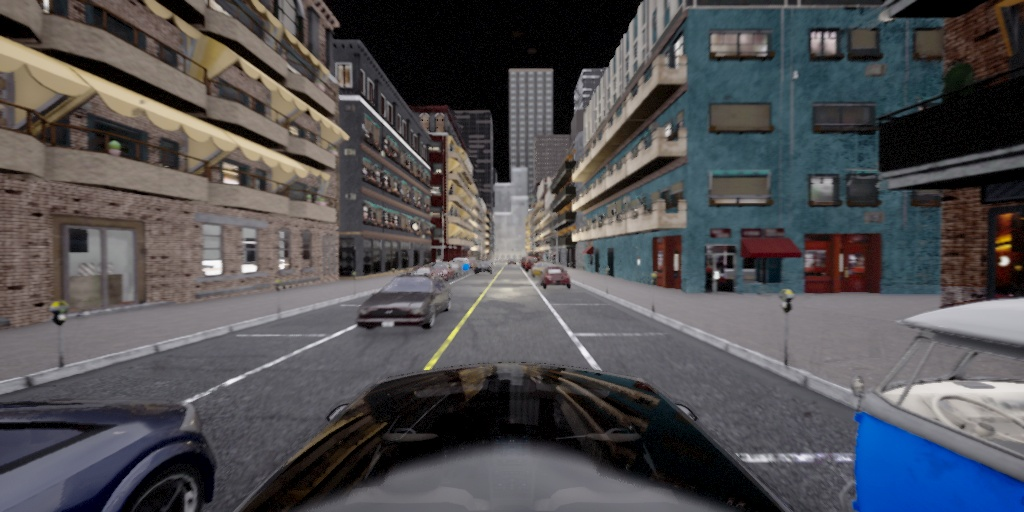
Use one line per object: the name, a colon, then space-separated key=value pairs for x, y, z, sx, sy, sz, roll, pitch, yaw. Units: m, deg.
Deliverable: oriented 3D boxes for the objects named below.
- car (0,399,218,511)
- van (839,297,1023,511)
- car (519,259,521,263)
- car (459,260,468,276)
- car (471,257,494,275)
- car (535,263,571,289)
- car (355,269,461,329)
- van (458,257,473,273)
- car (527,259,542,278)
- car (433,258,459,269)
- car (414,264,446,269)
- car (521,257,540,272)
car: x=-3.108 y=1.327 z=0.828 sx=1.994 sy=1.385 sz=4.181 roll=0 pitch=0 yaw=0
van: x=2.691 y=1.081 z=0.355 sx=1.690 sy=1.789 sz=3.998 roll=0 pitch=0 yaw=0
car: x=2.671 y=1.045 z=56.376 sx=2.192 sy=1.841 sz=5.009 roll=0 pitch=0 yaw=0
car: x=-5.669 y=1.316 z=33.994 sx=2.007 sy=1.370 sz=4.403 roll=0 pitch=0 yaw=0
car: x=-3.015 y=1.173 z=38.863 sx=1.837 sy=1.490 sz=4.892 roll=0 pitch=0 yaw=0
car: x=2.683 y=1.317 z=22.764 sx=1.802 sy=1.307 sz=4.207 roll=0 pitch=0 yaw=0
car: x=-3.107 y=1.308 z=11.558 sx=2.033 sy=1.411 sz=5.357 roll=0 pitch=0 yaw=-1
van: x=-5.671 y=1.106 z=39.596 sx=1.690 sy=1.789 sz=3.998 roll=0 pitch=0 yaw=0
car: x=2.679 y=1.259 z=34.138 sx=1.751 sy=1.417 sz=4.829 roll=0 pitch=0 yaw=0
car: x=-5.667 y=1.206 z=28.392 sx=1.967 sy=1.591 sz=4.097 roll=0 pitch=0 yaw=0
car: x=-5.665 y=1.350 z=22.790 sx=1.802 sy=1.307 sz=4.207 roll=0 pitch=0 yaw=0
car: x=2.675 y=1.046 z=45.172 sx=2.192 sy=1.841 sz=5.009 roll=0 pitch=0 yaw=0
